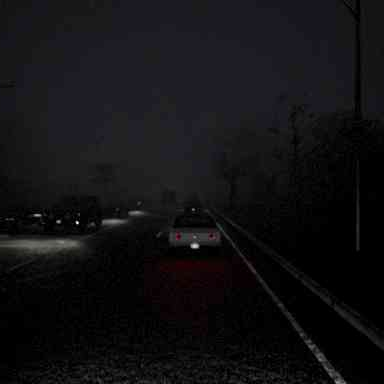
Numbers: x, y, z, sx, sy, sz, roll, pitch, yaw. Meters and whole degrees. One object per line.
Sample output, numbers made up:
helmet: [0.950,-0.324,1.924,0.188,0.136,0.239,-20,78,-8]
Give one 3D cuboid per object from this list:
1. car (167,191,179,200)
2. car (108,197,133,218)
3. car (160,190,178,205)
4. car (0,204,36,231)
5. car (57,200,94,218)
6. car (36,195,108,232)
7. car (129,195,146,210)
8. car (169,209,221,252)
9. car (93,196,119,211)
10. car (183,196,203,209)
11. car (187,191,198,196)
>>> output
car: [-3.462,0.575,59.919,1.895,1.301,4.718,0,3,0]
car: [-7.068,1.473,30.542,1.882,1.535,5.008,0,0,0]
car: [-3.469,0.736,49.477,2.150,2.045,5.566,0,3,0]
car: [-10.580,1.488,20.309,2.128,1.511,4.902,0,0,0]
car: [-10.562,1.521,30.534,1.812,1.442,4.674,0,0,0]
car: [-7.090,1.218,20.463,2.150,2.045,5.566,0,0,0]
car: [-6.995,1.245,40.649,2.097,1.767,4.553,0,2,0]
car: [0.108,1.599,13.922,1.895,1.301,4.718,0,0,0]
car: [-10.485,1.363,40.908,1.882,1.535,5.008,0,2,0]
car: [0.122,1.492,35.448,1.837,1.490,4.892,0,0,0]
car: [0.111,0.538,58.521,2.128,1.511,4.902,0,3,0]
